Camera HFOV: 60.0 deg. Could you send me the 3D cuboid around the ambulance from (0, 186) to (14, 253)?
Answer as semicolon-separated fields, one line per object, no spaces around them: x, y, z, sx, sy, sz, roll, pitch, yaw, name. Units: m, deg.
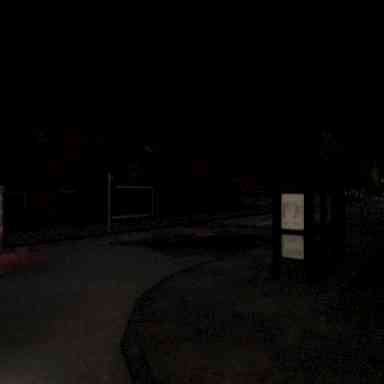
-8.325;1.030;8.534;2.351;2.431;6.366;0;0;36;ambulance
